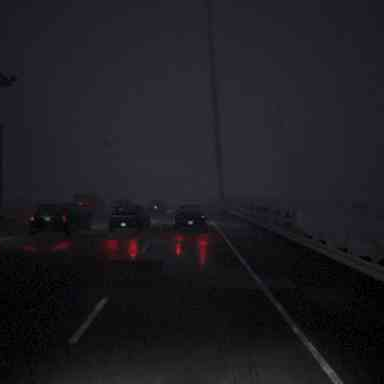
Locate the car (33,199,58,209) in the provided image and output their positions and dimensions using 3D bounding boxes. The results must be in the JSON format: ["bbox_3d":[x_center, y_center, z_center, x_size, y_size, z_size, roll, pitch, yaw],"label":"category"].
[{"bbox_3d":[-21.545,1.690,49.091,1.994,1.385,4.181,0,-1,0],"label":"car"}]

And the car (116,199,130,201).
[{"bbox_3d":[-7.247,1.501,35.624,1.837,1.490,4.892,0,0,-1],"label":"car"}]

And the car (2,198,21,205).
[{"bbox_3d":[-25.032,1.600,47.327,2.128,1.511,4.902,0,-1,0],"label":"car"}]

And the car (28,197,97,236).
[{"bbox_3d":[-7.080,1.345,18.385,2.097,1.767,4.553,0,0,0],"label":"car"}]

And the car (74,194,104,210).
[{"bbox_3d":[-10.737,1.217,34.625,2.150,2.045,5.566,0,0,-1],"label":"car"}]

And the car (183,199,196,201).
[{"bbox_3d":[-0.262,1.477,37.209,1.882,1.535,5.008,0,0,-1],"label":"car"}]

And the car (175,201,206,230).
[{"bbox_3d":[-0.106,1.506,20.721,1.812,1.442,4.674,0,0,0],"label":"car"}]

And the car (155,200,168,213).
[{"bbox_3d":[-3.753,1.561,36.233,1.994,1.385,4.181,0,0,-1],"label":"car"}]

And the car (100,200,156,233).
[{"bbox_3d":[-3.588,1.475,19.670,2.128,1.511,4.902,0,0,-1],"label":"car"}]
